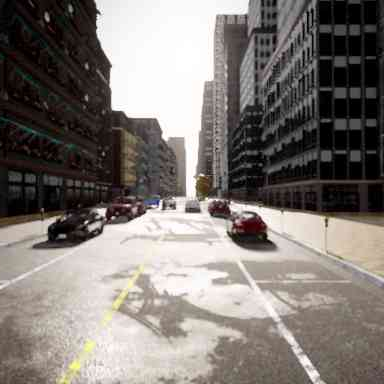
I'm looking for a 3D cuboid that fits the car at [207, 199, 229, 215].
[{"bbox_3d":[2.696,1.459,33.382,1.967,1.590,4.097,1,0,0],"label":"car"}]

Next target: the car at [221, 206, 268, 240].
[{"bbox_3d":[2.693,1.586,16.812,1.802,1.307,4.206,1,0,0],"label":"car"}]

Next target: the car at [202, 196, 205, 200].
[{"bbox_3d":[2.670,1.705,88.190,1.752,1.417,4.829,0,0,0],"label":"car"}]

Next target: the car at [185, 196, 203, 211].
[{"bbox_3d":[0.088,1.558,41.843,1.812,1.442,4.674,0,0,0],"label":"car"}]

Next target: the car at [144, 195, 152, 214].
[{"bbox_3d":[-5.697,1.334,33.380,2.192,1.841,5.009,1,0,0],"label":"car"}]

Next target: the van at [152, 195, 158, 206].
[{"bbox_3d":[-5.674,1.391,49.950,1.690,1.788,3.998,1,0,0],"label":"van"}]

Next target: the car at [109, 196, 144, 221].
[{"bbox_3d":[-5.692,1.328,27.858,2.192,1.841,5.009,1,0,0],"label":"car"}]

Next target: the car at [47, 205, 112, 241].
[{"bbox_3d":[-5.687,1.570,16.811,1.947,1.339,4.313,1,0,0],"label":"car"}]

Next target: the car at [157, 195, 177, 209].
[{"bbox_3d":[-3.040,1.531,44.893,2.128,1.511,4.902,0,0,0],"label":"car"}]
